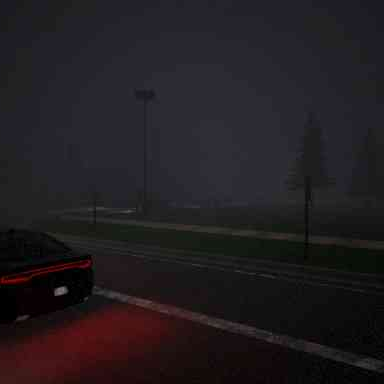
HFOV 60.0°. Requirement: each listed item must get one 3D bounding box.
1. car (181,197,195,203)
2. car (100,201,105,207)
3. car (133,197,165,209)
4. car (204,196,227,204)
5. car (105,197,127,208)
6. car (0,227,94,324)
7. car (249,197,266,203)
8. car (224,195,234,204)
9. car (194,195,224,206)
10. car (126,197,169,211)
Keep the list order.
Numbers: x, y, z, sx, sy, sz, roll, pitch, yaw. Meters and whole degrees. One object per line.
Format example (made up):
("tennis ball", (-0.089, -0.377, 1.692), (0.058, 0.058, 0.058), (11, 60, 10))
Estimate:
("car", (-0.176, 1.601, 66.440), (1.895, 1.301, 4.718), (0, 0, 36))
("car", (-11.715, 1.564, 50.089), (1.994, 1.385, 4.181), (0, 0, 35))
("car", (-5.890, 1.526, 46.174), (1.812, 1.442, 4.674), (0, 0, 35))
("car", (4.834, 1.548, 67.472), (2.033, 1.411, 5.357), (0, 0, 36))
("car", (-9.390, 1.492, 47.310), (2.128, 1.511, 4.902), (0, 0, 35))
("car", (-4.162, 1.478, 6.935), (5.008, 1.535, 1.882), (0, 0, 36))
("car", (13.254, 1.643, 67.247), (1.895, 1.301, 4.718), (0, 0, 35))
("car", (6.072, 1.351, 63.174), (2.097, 1.767, 4.553), (0, 0, 35))
("car", (2.773, 1.562, 52.459), (1.994, 1.385, 4.181), (0, 0, 35))
("car", (-5.134, 1.547, 41.189), (2.033, 1.411, 5.357), (0, 0, 35))
